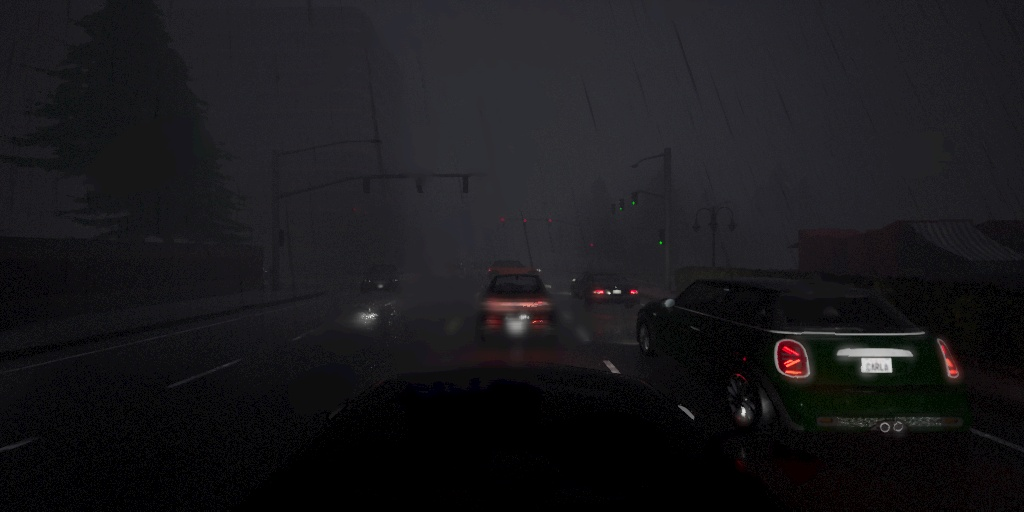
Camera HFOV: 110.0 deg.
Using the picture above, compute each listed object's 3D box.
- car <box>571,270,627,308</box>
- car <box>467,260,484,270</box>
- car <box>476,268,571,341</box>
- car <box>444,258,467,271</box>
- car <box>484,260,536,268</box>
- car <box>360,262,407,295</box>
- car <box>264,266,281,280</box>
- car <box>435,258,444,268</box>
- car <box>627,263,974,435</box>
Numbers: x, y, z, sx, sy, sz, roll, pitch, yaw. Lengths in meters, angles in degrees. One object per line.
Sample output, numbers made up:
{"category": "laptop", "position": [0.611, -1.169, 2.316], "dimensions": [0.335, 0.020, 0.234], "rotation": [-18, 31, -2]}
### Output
{"category": "car", "position": [3.707, 1.297, 15.050], "dimensions": [2.033, 1.411, 5.357], "rotation": [0, 0, 1]}
{"category": "car", "position": [-4.714, 1.314, 51.535], "dimensions": [1.994, 1.385, 4.181], "rotation": [0, 0, -18]}
{"category": "car", "position": [0.135, 1.242, 9.873], "dimensions": [2.128, 1.511, 4.902], "rotation": [0, 0, 1]}
{"category": "car", "position": [-7.624, 1.102, 47.906], "dimensions": [2.097, 1.767, 4.553], "rotation": [0, 0, -12]}
{"category": "car", "position": [0.274, 1.146, 29.420], "dimensions": [4.553, 1.767, 2.097], "rotation": [0, 0, 1]}
{"category": "car", "position": [-7.159, 1.265, 20.067], "dimensions": [2.128, 1.511, 4.902], "rotation": [1, -1, -16]}
{"category": "car", "position": [-21.846, 1.157, 29.767], "dimensions": [4.553, 1.767, 2.097], "rotation": [0, 0, 1]}
{"category": "car", "position": [-10.192, 1.351, 56.521], "dimensions": [1.895, 1.301, 4.718], "rotation": [0, 0, -26]}
{"category": "car", "position": [3.630, 1.102, 5.677], "dimensions": [2.097, 1.767, 4.553], "rotation": [0, 0, 0]}
